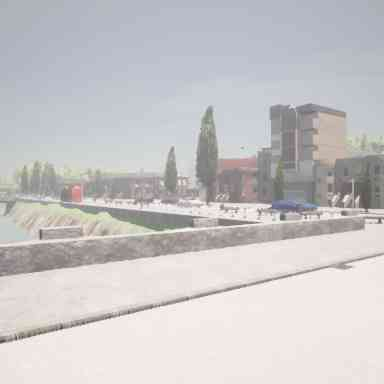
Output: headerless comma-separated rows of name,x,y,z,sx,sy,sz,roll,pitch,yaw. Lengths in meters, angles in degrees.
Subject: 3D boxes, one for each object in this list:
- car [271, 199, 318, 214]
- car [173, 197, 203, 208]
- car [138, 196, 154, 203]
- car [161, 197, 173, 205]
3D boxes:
car,10.300,1.477,33.645,1.882,1.535,5.008,0,0,-36
car,-0.320,1.525,48.485,1.812,1.442,4.674,0,0,-36
car,-9.838,1.546,68.948,2.033,1.411,5.357,0,0,-36
car,-3.626,1.547,60.287,2.033,1.411,5.357,0,0,-36
